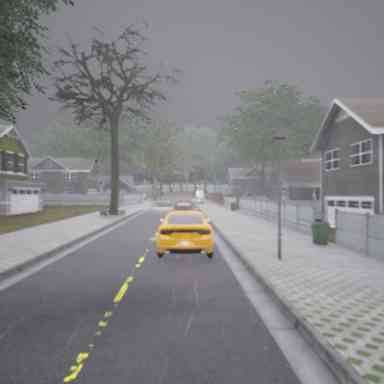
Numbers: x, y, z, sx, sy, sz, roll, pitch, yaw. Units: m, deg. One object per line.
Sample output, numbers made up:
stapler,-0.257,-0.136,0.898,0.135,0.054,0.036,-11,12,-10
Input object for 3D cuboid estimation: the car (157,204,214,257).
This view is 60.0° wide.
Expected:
car,-0.259,1.452,12.840,1.882,1.535,5.008,0,0,-1

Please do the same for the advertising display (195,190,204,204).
advertising display,1.403,0.842,59.597,1.540,2.440,0.280,-1,-1,-2

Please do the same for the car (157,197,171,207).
car,-4.153,1.464,49.554,1.895,1.301,4.718,0,0,-1

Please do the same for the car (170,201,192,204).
car,-0.682,1.464,28.695,1.812,1.442,4.674,0,0,-1
